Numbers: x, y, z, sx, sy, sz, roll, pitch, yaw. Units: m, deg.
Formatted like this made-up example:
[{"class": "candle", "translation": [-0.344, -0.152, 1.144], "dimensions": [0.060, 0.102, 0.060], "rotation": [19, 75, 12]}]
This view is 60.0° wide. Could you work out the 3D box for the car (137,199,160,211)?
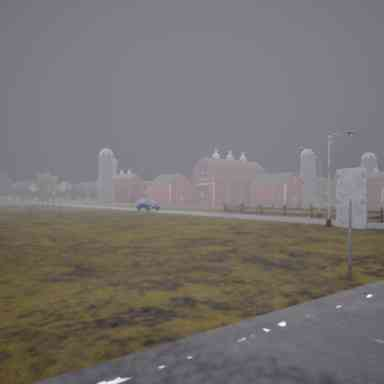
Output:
[{"class": "car", "translation": [-7.594, 2.212, 57.638], "dimensions": [2.150, 2.045, 5.566], "rotation": [1, -1, -35]}]
